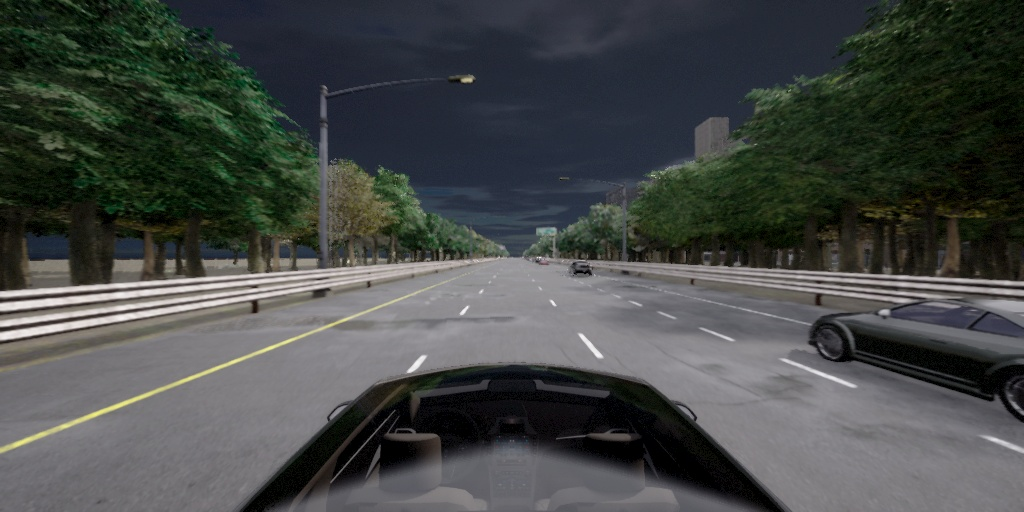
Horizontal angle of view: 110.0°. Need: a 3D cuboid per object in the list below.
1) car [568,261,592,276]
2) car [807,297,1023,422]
[{"bbox_3d":[7.053,1.305,37.514,1.837,1.490,4.892,0,0,0],"label":"car"},{"bbox_3d":[6.999,1.323,5.548,1.994,1.385,4.181,0,0,0],"label":"car"}]
